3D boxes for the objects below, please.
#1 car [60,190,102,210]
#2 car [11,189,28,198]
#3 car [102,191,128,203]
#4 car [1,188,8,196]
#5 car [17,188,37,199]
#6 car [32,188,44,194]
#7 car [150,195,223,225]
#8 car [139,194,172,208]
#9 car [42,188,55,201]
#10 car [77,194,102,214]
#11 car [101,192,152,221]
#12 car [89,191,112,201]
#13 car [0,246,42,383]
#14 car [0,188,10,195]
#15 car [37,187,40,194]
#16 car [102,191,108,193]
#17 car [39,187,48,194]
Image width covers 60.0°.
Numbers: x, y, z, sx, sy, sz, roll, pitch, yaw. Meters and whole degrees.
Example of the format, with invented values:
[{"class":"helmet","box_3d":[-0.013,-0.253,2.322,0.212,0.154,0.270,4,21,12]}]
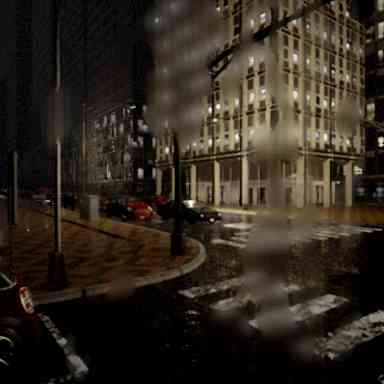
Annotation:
[{"class":"car","box_3d":[-10.801,0.700,31.553,2.192,1.841,5.009,1,0,-36]},{"class":"car","box_3d":[-30.387,0.291,58.669,2.008,1.369,4.403,1,0,-36]},{"class":"car","box_3d":[-10.677,0.652,45.691,1.752,1.417,4.829,1,1,-36]},{"class":"car","box_3d":[-36.914,0.077,67.707,2.008,1.369,4.403,1,0,-36]},{"class":"car","box_3d":[-27.124,0.392,54.150,1.887,1.381,4.507,1,0,-36]},{"class":"car","box_3d":[-39.960,-0.268,86.239,1.947,1.339,4.313,1,1,-36]},{"class":"car","box_3d":[-0.377,1.195,21.512,2.033,1.411,5.357,0,1,-36]},{"class":"car","box_3d":[-4.050,0.927,36.510,1.802,1.307,4.206,1,1,-36]},{"class":"car","box_3d":[-20.230,0.515,49.172,1.837,1.490,4.892,0,1,-36]},{"class":"car","box_3d":[-7.545,1.074,27.036,1.802,1.307,4.206,1,0,-36]},{"class":"car","box_3d":[-4.277,1.039,22.516,1.967,1.590,4.097,1,0,-36]},{"class":"car","box_3d":[-13.844,0.589,50.074,1.947,1.339,4.313,1,1,-36]},{"class":"car","box_3d":[-4.022,1.444,3.686,4.097,1.590,1.967,0,0,-36]},{"class":"car","box_3d":[-43.441,-0.143,76.745,1.887,1.381,4.507,1,0,-36]},{"class":"car","box_3d":[-36.690,-0.412,81.717,2.192,1.841,5.009,1,1,-36]},{"class":"car","box_3d":[-8.361,0.735,32.573,2.097,1.767,4.553,0,1,-36]},{"class":"car","box_3d":[-33.431,-0.075,77.197,1.887,1.381,4.507,1,1,-36]}]
